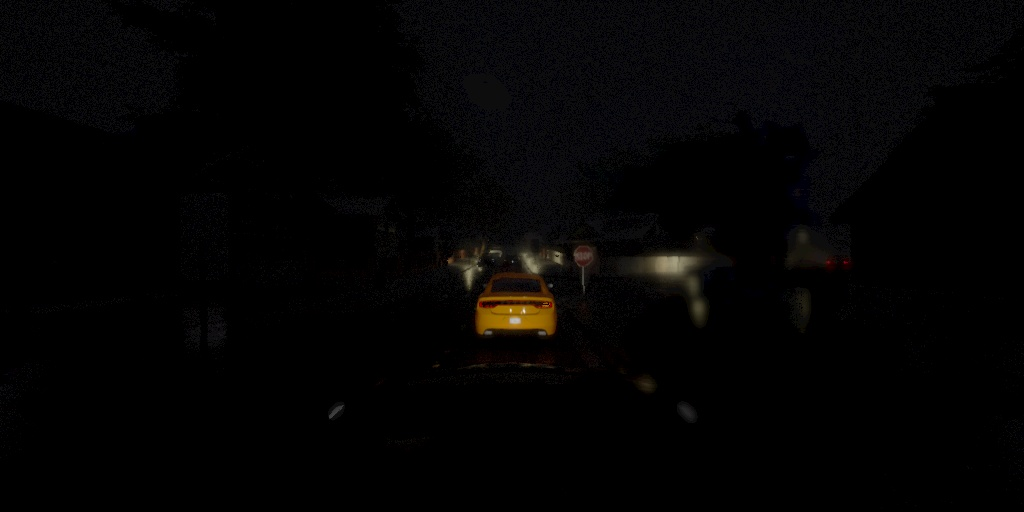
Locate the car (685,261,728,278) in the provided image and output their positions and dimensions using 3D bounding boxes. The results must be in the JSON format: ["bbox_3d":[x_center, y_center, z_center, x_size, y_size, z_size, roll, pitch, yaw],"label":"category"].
[{"bbox_3d":[17.008,1.169,30.953,5.008,1.535,1.882,0,0,-32],"label":"car"}]

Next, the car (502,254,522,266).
[{"bbox_3d":[0.179,0.619,41.340,1.994,1.385,4.181,0,2,0],"label":"car"}]

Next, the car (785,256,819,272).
[{"bbox_3d":[34.438,0.978,42.543,5.566,2.045,2.150,0,0,-36],"label":"car"}]

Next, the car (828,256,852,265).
[{"bbox_3d":[39.616,1.012,42.780,5.566,2.045,2.150,0,0,-37],"label":"car"}]

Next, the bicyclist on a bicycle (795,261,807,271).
[{"bbox_3d":[22.042,1.192,27.098,0.582,1.620,1.656,0,0,-32],"label":"bicyclist on a bicycle"}]

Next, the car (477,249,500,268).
[{"bbox_3d":[-2.761,0.408,41.315,2.097,1.767,4.553,0,2,0],"label":"car"}]

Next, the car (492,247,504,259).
[{"bbox_3d":[-2.668,-0.535,63.132,2.150,2.045,5.566,0,2,1],"label":"car"}]

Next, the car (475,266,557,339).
[{"bbox_3d":[0.158,1.218,10.092,1.882,1.535,5.008,0,0,2],"label":"car"}]
